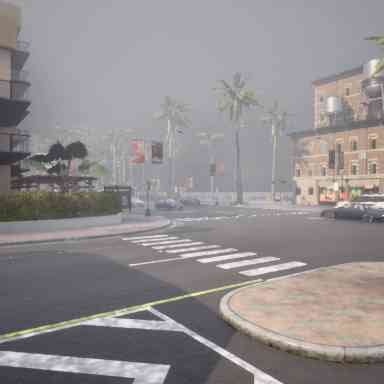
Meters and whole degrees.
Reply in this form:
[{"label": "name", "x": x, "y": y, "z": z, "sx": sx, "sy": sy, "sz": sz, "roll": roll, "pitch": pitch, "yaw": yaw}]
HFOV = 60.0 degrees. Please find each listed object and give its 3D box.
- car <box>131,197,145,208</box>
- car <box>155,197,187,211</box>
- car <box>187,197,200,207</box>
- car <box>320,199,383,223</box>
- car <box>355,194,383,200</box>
[{"label": "car", "x": -8.815, "y": 1.526, "z": 49.846, "sx": 1.812, "sy": 1.442, "sz": 4.674, "roll": 0, "pitch": 0, "yaw": -35}, {"label": "car", "x": -3.007, "y": 1.526, "z": 41.544, "sx": 1.812, "sy": 1.442, "sz": 4.674, "roll": 0, "pitch": 0, "yaw": -35}, {"label": "car", "x": -0.679, "y": 1.491, "z": 50.754, "sx": 2.128, "sy": 1.511, "sz": 4.902, "roll": 0, "pitch": 0, "yaw": -35}, {"label": "car", "x": 12.690, "y": 1.547, "z": 25.586, "sx": 2.033, "sy": 1.411, "sz": 5.357, "roll": 0, "pitch": 0, "yaw": -35}, {"label": "car", "x": 15.066, "y": 1.221, "z": 28.296, "sx": 2.150, "sy": 2.045, "sz": 5.566, "roll": 0, "pitch": 0, "yaw": -35}]
